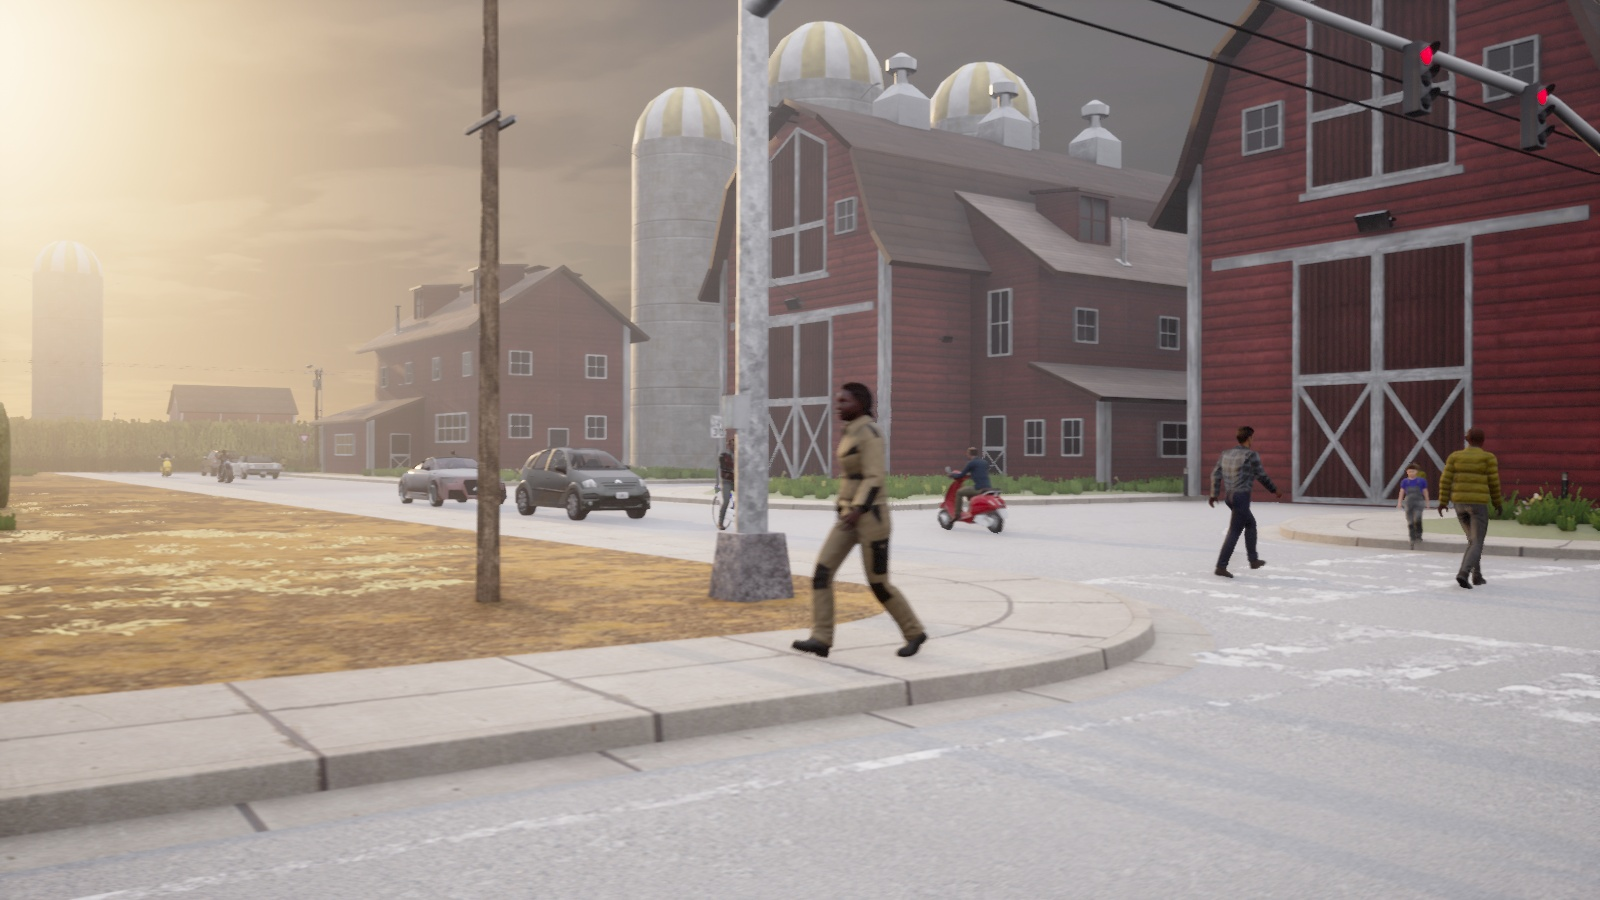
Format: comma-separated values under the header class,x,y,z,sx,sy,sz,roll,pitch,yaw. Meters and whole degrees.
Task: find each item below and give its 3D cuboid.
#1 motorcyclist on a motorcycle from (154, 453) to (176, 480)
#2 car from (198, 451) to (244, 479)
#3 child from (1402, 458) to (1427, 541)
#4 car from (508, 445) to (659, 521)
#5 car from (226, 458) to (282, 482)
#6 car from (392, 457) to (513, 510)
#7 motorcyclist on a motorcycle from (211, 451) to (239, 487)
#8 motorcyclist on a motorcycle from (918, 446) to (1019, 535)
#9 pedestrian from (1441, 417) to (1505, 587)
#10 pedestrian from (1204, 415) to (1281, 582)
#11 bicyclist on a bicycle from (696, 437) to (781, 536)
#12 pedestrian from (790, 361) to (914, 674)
class,x,y,z,sx,sy,sz,roll,pitch,yaw
motorcyclist on a motorcycle,-36.706,0.945,72.614,0.866,1.590,1.817,0,0,-36
car,-35.518,0.904,76.961,1.851,1.617,3.988,0,0,-36
child,9.521,0.753,19.452,0.270,1.263,0.437,0,0,36
car,-5.043,0.717,28.858,1.851,1.617,3.988,0,0,-36
car,-30.431,1.078,69.927,1.895,1.301,4.718,0,0,-36
car,-9.887,0.910,35.563,1.994,1.385,4.181,0,0,-36
motorcyclist on a motorcycle,-27.350,0.891,59.697,0.766,1.649,2.350,0,0,-36
motorcyclist on a motorcycle,3.141,0.732,23.516,0.866,1.590,1.817,0,0,-36
pedestrian,7.484,0.561,13.959,0.726,1.835,0.370,0,0,-39
pedestrian,5.302,0.567,15.043,0.788,1.949,0.423,0,0,-23
bicyclist on a bicycle,-1.164,0.662,23.493,0.659,1.776,1.843,-1,0,-36
pedestrian,0.332,0.418,8.084,0.692,1.930,0.396,0,0,-25
